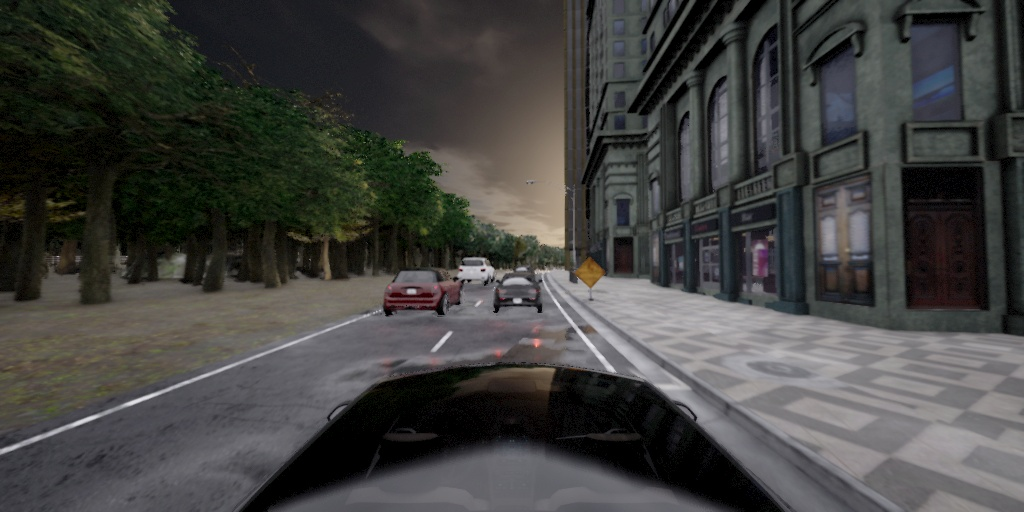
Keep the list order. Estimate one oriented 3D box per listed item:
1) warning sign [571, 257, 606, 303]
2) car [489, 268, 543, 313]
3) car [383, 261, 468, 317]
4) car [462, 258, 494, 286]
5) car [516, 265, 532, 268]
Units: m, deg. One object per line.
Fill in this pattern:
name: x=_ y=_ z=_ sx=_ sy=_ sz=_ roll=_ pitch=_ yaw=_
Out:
warning sign: x=3.270 y=0.977 z=14.845 sx=1.300 sy=1.860 sz=1.060 roll=0 pitch=0 yaw=2
car: x=0.283 y=1.386 z=14.664 sx=1.812 sy=1.442 sz=4.674 roll=0 pitch=0 yaw=2
car: x=-3.245 y=1.208 z=13.996 sx=2.097 sy=1.767 sz=4.553 roll=0 pitch=0 yaw=2
car: x=-2.672 y=1.169 z=27.838 sx=2.150 sy=2.045 sz=5.566 roll=0 pitch=0 yaw=4
car: x=0.953 y=1.483 z=29.453 sx=1.812 sy=1.442 sz=4.674 roll=0 pitch=0 yaw=4
